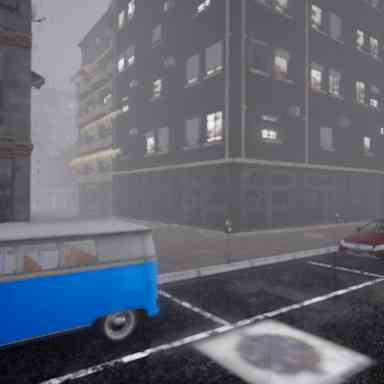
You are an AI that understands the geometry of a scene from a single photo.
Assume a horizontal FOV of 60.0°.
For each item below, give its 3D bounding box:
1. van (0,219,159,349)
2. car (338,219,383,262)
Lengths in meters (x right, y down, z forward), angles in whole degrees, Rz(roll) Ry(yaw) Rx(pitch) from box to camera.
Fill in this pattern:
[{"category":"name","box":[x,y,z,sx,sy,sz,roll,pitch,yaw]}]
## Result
[{"category":"van","box":[-2.428,1.342,4.825,3.998,1.788,1.690,0,0,-36]},{"category":"car","box":[6.747,1.595,11.373,4.206,1.307,1.802,0,0,-36]}]
